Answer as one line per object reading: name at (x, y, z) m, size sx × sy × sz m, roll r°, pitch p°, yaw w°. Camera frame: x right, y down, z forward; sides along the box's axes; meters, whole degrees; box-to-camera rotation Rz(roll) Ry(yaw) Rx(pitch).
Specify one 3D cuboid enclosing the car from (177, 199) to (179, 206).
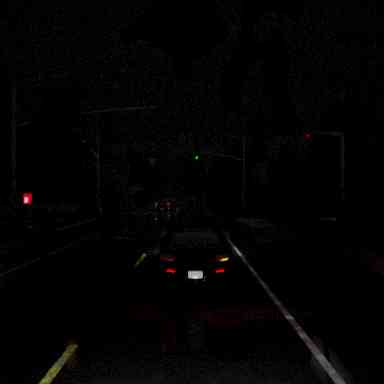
car at (-3.519, 1.709, 52.054) m, size 1.812 × 1.442 × 4.674 m, roll 0°, pitch 0°, yaw 0°

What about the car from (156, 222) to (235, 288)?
car at (0.093, 1.558, 9.231) m, size 1.812 × 1.442 × 4.674 m, roll 0°, pitch 0°, yaw 1°

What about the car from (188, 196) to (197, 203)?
car at (0.114, 1.809, 80.715) m, size 2.128 × 1.511 × 4.902 m, roll 0°, pitch 0°, yaw 0°

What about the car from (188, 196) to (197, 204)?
car at (0.122, 1.845, 70.605) m, size 1.895 × 1.301 × 4.718 m, roll 0°, pitch 0°, yaw 0°

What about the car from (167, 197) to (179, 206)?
car at (-3.476, 1.744, 62.131) m, size 1.812 × 1.442 × 4.674 m, roll 0°, pitch 0°, yaw 1°

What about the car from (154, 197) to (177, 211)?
car at (-3.532, 1.501, 42.222) m, size 2.097 × 1.767 × 4.553 m, roll 0°, pitch 0°, yaw 2°

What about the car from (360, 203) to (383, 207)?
car at (15.579, 1.629, 28.476) m, size 5.357 × 1.411 × 2.033 m, roll 0°, pitch 0°, yaw -6°
